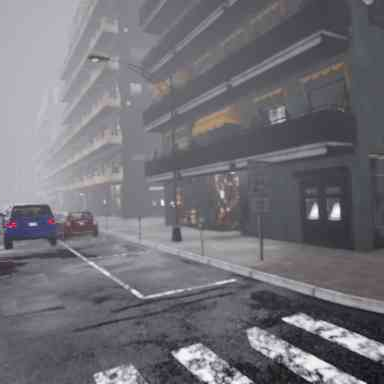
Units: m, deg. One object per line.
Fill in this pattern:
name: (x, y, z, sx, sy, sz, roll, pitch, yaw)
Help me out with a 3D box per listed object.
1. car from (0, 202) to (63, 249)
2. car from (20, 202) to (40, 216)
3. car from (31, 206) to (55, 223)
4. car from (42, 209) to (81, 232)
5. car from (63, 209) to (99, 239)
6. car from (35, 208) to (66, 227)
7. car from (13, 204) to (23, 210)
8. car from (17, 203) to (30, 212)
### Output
car: (-8.264, 1.569, 16.788, 2.150, 2.045, 5.566, -2, -1, -30)
car: (-23.670, 2.435, 48.453, 2.192, 1.841, 5.009, -1, -1, -30)
car: (-15.360, 2.252, 34.159, 1.752, 1.417, 4.829, -1, -1, -30)
car: (-9.680, 2.010, 24.387, 2.008, 1.369, 4.403, -1, -1, -30)
car: (-6.885, 1.768, 19.576, 1.967, 1.590, 4.097, -1, -1, -30)
car: (-12.477, 2.142, 29.199, 2.008, 1.369, 4.403, -1, -1, -30)
car: (-40.448, 3.486, 77.324, 1.947, 1.339, 4.313, -1, -1, -30)
car: (-33.254, 3.037, 65.538, 1.801, 1.575, 5.366, -2, -1, -30)
